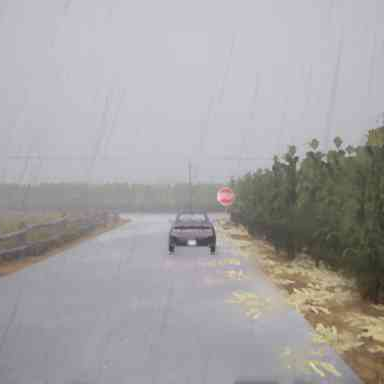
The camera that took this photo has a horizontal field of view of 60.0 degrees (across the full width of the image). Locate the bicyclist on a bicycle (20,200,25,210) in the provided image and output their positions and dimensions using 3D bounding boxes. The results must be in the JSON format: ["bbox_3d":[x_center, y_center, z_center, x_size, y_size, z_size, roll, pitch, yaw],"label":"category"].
[{"bbox_3d":[-21.535,1.856,42.503,0.582,1.620,1.656,0,0,0],"label":"bicyclist on a bicycle"}]

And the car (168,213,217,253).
[{"bbox_3d":[0.013,1.628,14.303,2.128,1.511,4.902,0,0,0],"label":"car"}]
